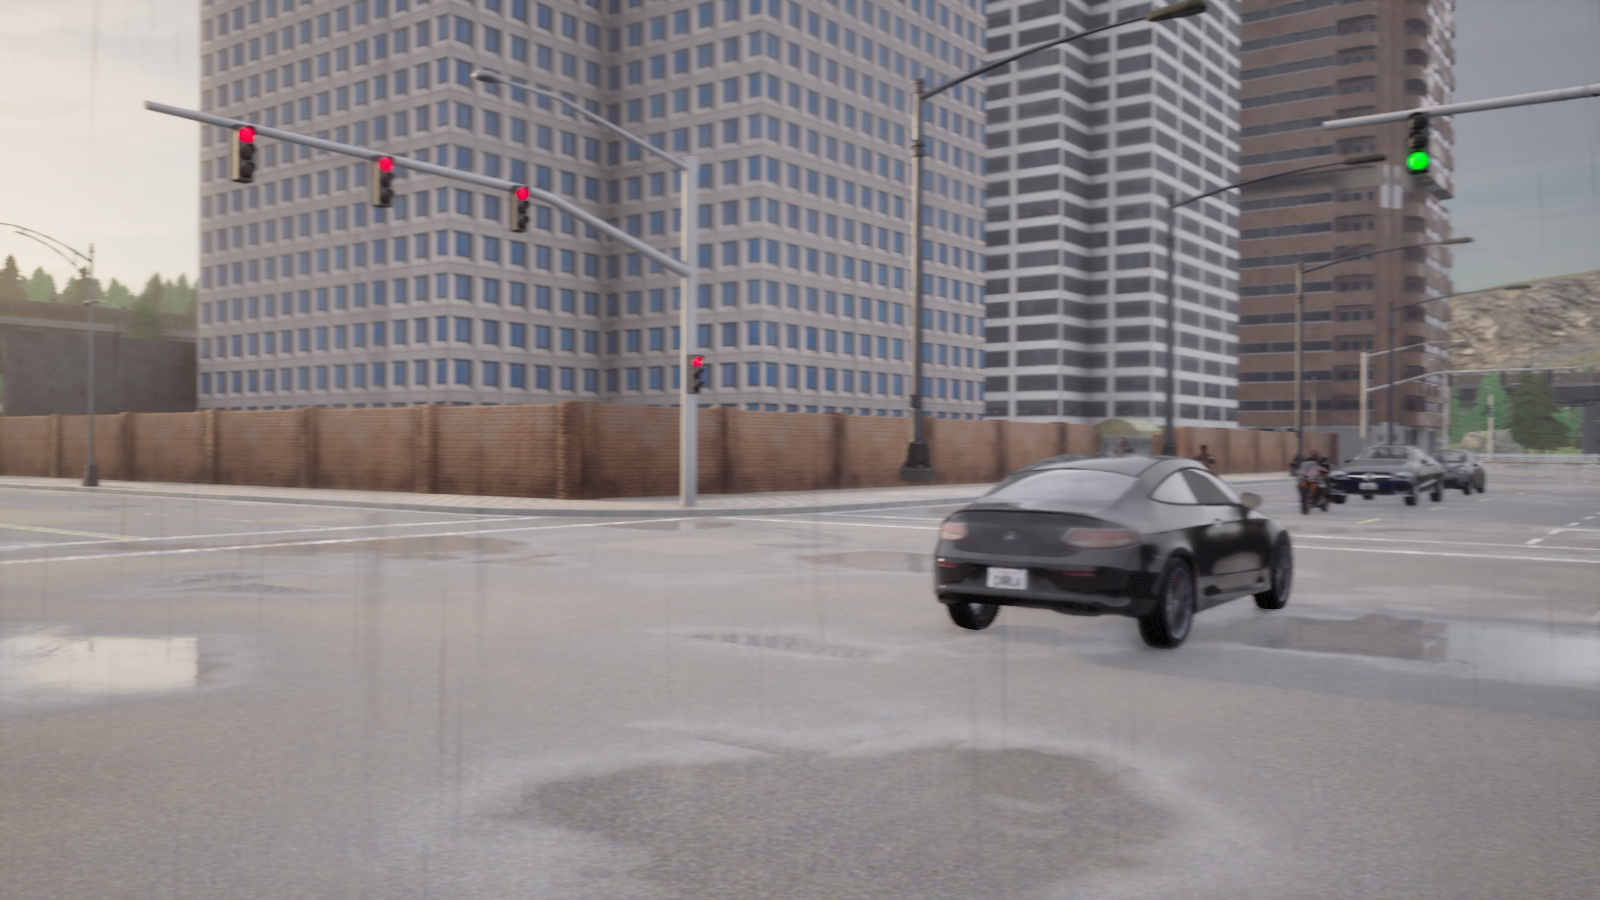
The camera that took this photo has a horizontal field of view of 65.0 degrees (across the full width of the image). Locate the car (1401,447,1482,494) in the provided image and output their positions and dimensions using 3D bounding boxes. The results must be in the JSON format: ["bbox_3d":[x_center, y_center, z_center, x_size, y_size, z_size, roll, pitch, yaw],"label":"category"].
[{"bbox_3d":[21.801,0.666,42.632,1.845,1.501,3.633,0,0,37],"label":"car"}]

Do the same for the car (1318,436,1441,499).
[{"bbox_3d":[16.443,0.444,35.488,2.152,1.651,5.027,0,0,37],"label":"car"}]

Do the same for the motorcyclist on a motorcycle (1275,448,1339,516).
[{"bbox_3d":[11.884,0.712,29.408,0.866,1.530,2.191,0,0,37],"label":"motorcyclist on a motorcycle"}]

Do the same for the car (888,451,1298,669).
[{"bbox_3d":[2.759,0.742,10.862,1.812,1.442,4.674,0,0,35],"label":"car"}]
